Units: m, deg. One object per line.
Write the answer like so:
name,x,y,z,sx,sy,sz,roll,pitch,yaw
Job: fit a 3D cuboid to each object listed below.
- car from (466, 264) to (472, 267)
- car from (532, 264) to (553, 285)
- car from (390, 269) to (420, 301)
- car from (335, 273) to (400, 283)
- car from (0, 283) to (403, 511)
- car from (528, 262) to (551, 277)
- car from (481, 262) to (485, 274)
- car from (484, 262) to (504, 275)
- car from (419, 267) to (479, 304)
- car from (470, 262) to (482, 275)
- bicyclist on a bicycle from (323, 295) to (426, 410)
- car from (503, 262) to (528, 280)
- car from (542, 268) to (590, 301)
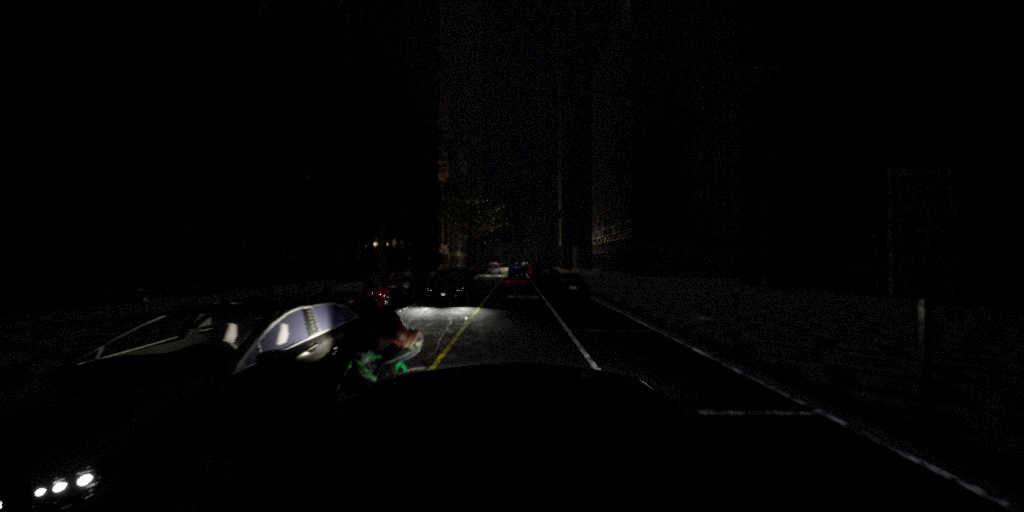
car,-5.505,1.756,35.552,1.948,1.339,4.313,0,0,1
car,2.959,1.659,29.814,1.888,1.381,4.507,0,0,1
car,-5.688,1.401,18.636,1.967,1.591,4.097,0,0,1
car,-5.749,1.470,12.998,1.802,1.307,4.207,0,0,1
car,-3.098,1.266,4.033,2.128,1.511,4.902,0,-1,1
car,3.020,1.507,35.453,2.192,1.841,5.009,0,0,1
car,-5.321,1.742,52.468,2.192,1.841,5.009,0,0,1
car,-2.568,1.939,51.400,1.812,1.442,4.674,0,-1,1
car,-2.931,1.458,17.844,1.837,1.490,4.892,0,-1,1
car,-5.382,1.893,46.829,1.888,1.381,4.507,0,0,1
bicyclist on a bicycle,-1.628,1.254,4.423,1.656,1.620,0.582,5,18,-13
car,0.479,1.716,37.939,2.128,1.511,4.902,0,-1,1
car,2.837,1.529,18.539,1.948,1.339,4.313,0,0,1
